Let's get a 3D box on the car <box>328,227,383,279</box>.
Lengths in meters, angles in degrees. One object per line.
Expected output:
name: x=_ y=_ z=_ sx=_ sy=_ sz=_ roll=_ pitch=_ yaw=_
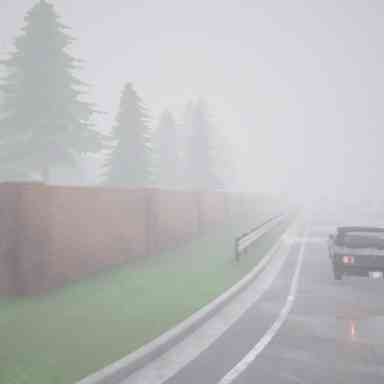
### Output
car: x=5.150 y=1.694 z=9.990 sx=1.895 sy=1.301 sz=4.718 roll=-1 pitch=-1 yaw=20

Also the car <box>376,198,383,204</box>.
car: x=45.720 y=2.162 z=79.687 sx=2.128 sy=1.511 sz=4.902 roll=-1 pitch=-1 yaw=20

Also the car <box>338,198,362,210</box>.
car: x=24.076 y=2.020 z=50.865 sx=2.033 sy=1.411 sz=5.357 roll=-1 pitch=-1 yaw=19

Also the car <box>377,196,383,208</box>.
car: x=33.983 y=1.674 z=57.764 sx=2.150 sy=2.045 sz=5.566 roll=-1 pitch=-1 yaw=20

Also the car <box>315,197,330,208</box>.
car: x=23.845 y=1.843 z=60.607 sx=2.150 sy=2.045 sz=5.566 roll=-1 pitch=-1 yaw=20

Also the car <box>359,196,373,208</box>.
car: x=30.888 y=1.870 z=59.484 sx=2.097 sy=1.767 sz=4.553 roll=-1 pitch=-1 yaw=20

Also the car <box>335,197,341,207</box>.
car: x=27.622 y=2.055 z=60.735 sx=1.882 sy=1.535 sz=5.008 roll=-1 pitch=-1 yaw=20
